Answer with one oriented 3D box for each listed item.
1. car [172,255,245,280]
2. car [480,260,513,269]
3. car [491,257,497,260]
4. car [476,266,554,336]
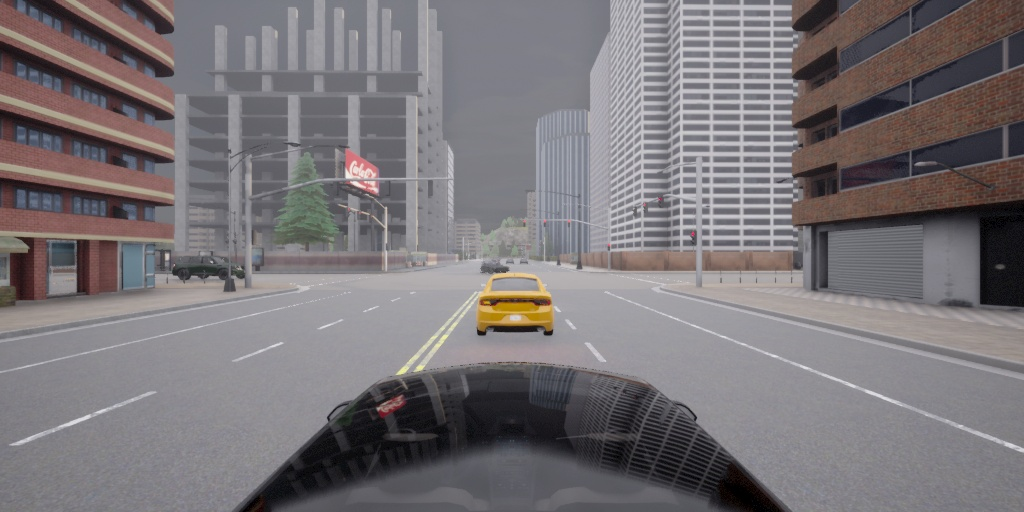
[{"bbox_3d":[-25.304,0.972,30.302,5.566,2.045,2.150,0,0,-1],"label":"car"},{"bbox_3d":[-1.917,1.351,38.737,1.895,1.301,4.718,0,0,-23],"label":"car"},{"bbox_3d":[-3.874,1.297,55.371,2.033,1.411,5.357,0,0,0],"label":"car"},{"bbox_3d":[0.065,1.228,10.468,1.882,1.535,5.008,0,0,0],"label":"car"}]
